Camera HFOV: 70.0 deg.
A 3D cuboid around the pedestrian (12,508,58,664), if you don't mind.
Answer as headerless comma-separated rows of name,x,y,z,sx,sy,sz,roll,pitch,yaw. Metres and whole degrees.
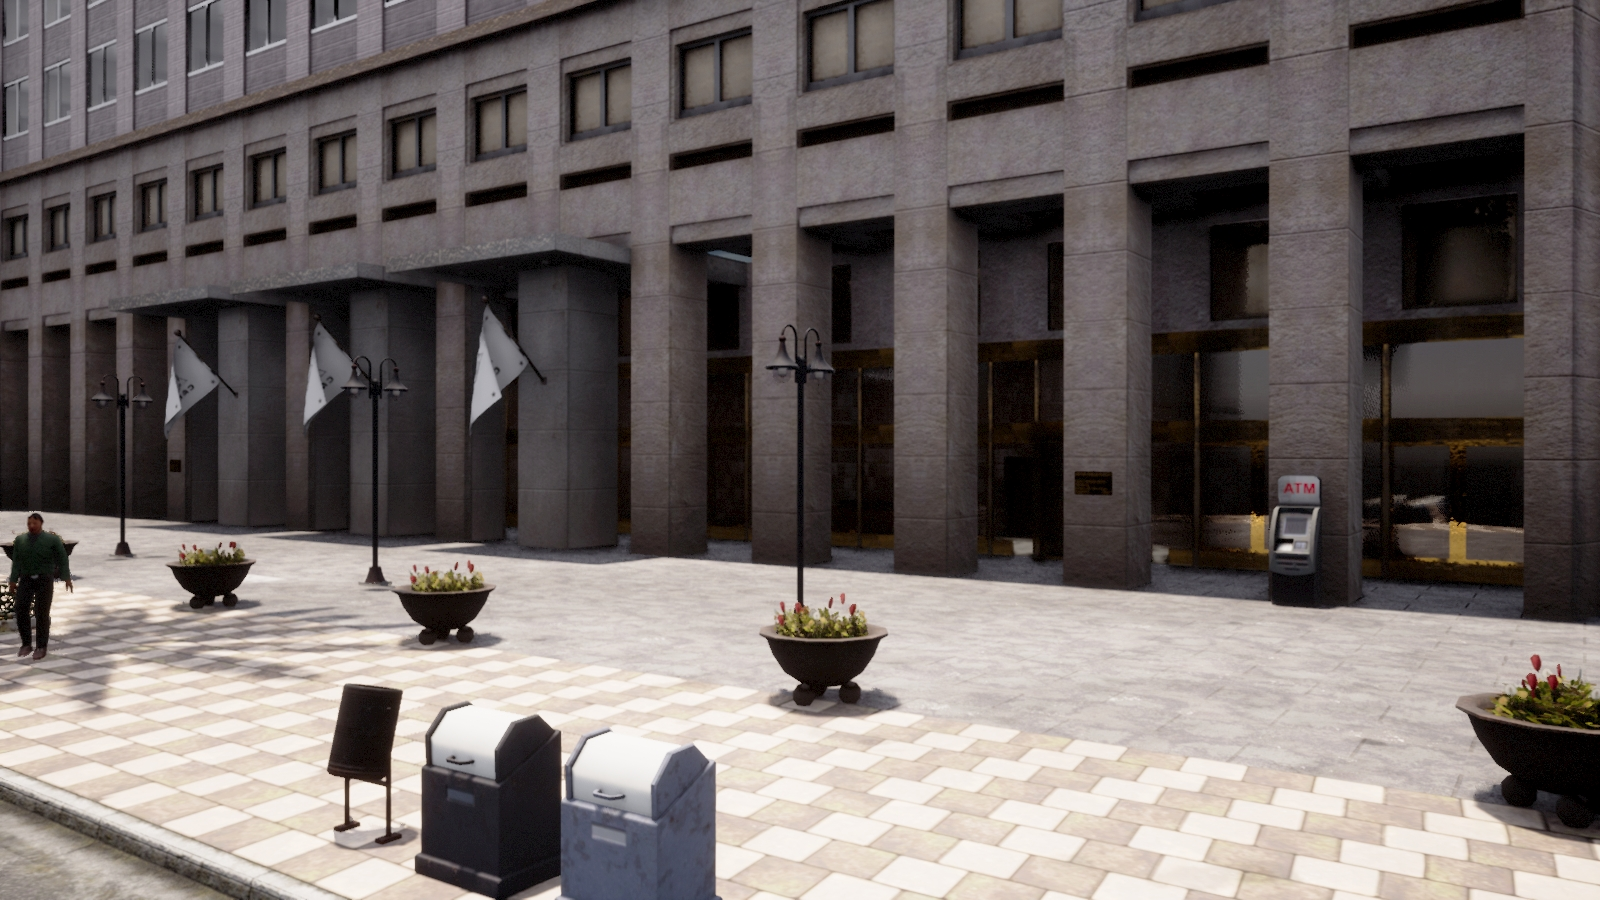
pedestrian,-9.437,1.663,14.101,0.375,1.860,0.375,0,0,-14
